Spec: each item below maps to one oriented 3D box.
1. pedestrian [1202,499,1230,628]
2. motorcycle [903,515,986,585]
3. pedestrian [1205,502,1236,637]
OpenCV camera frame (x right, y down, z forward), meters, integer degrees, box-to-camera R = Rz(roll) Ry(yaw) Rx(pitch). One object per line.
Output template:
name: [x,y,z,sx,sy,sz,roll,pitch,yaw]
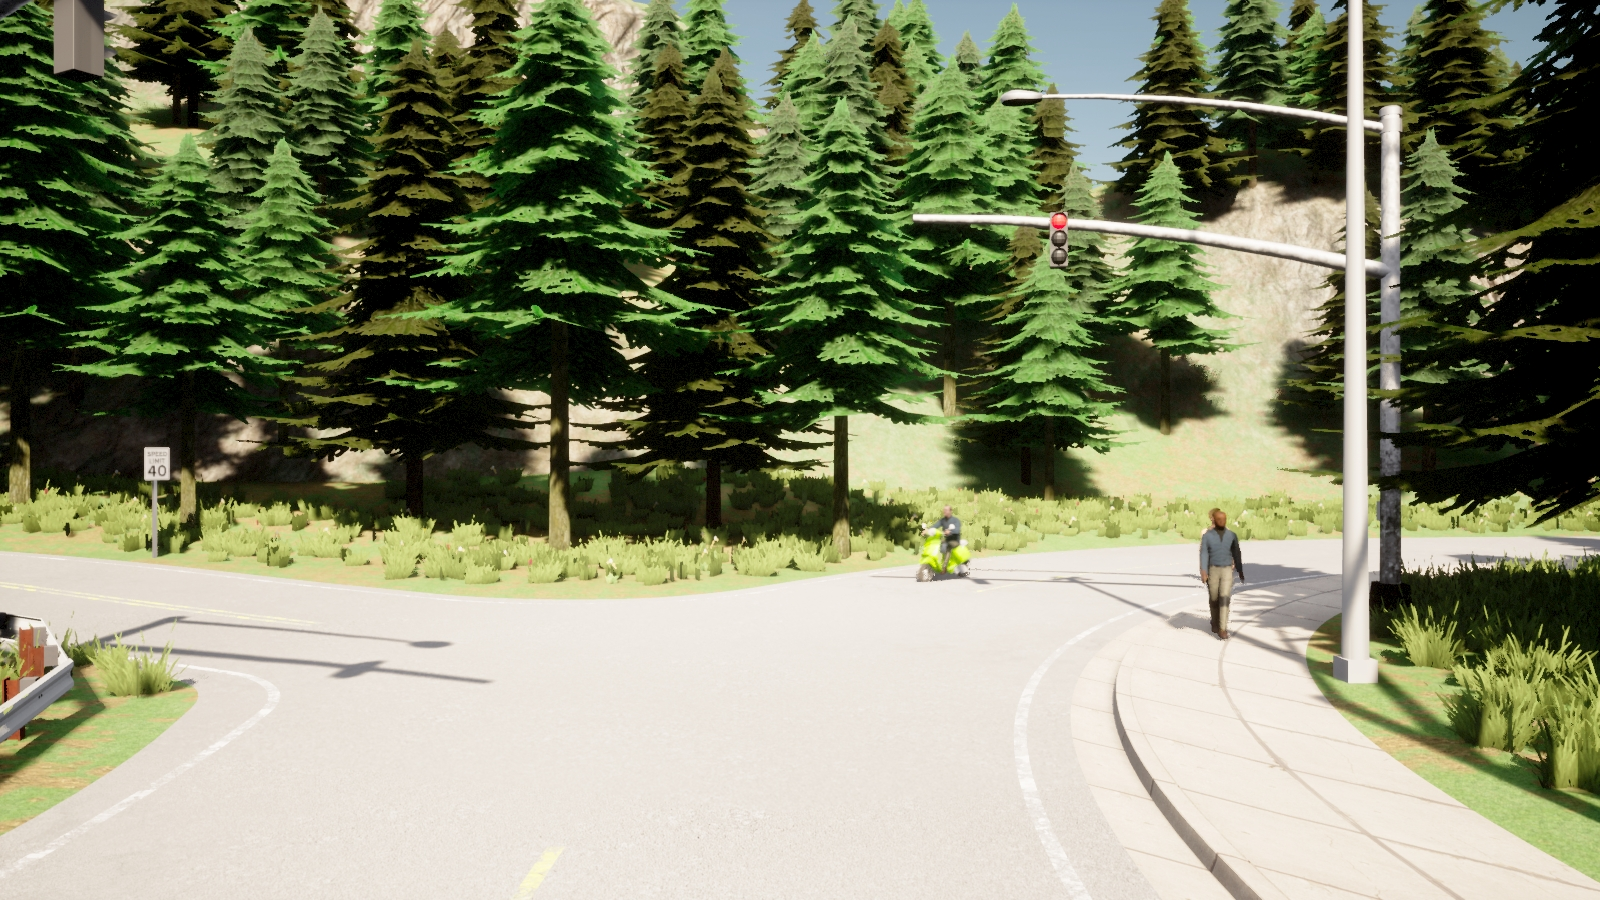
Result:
pedestrian: [6.167,1.668,16.953,0.375,1.860,0.375,0,0,17]
motorcycle: [3.103,2.114,24.483,0.856,1.316,1.805,0,0,44]
pedestrian: [5.915,1.668,16.090,0.375,1.860,0.375,0,0,15]
